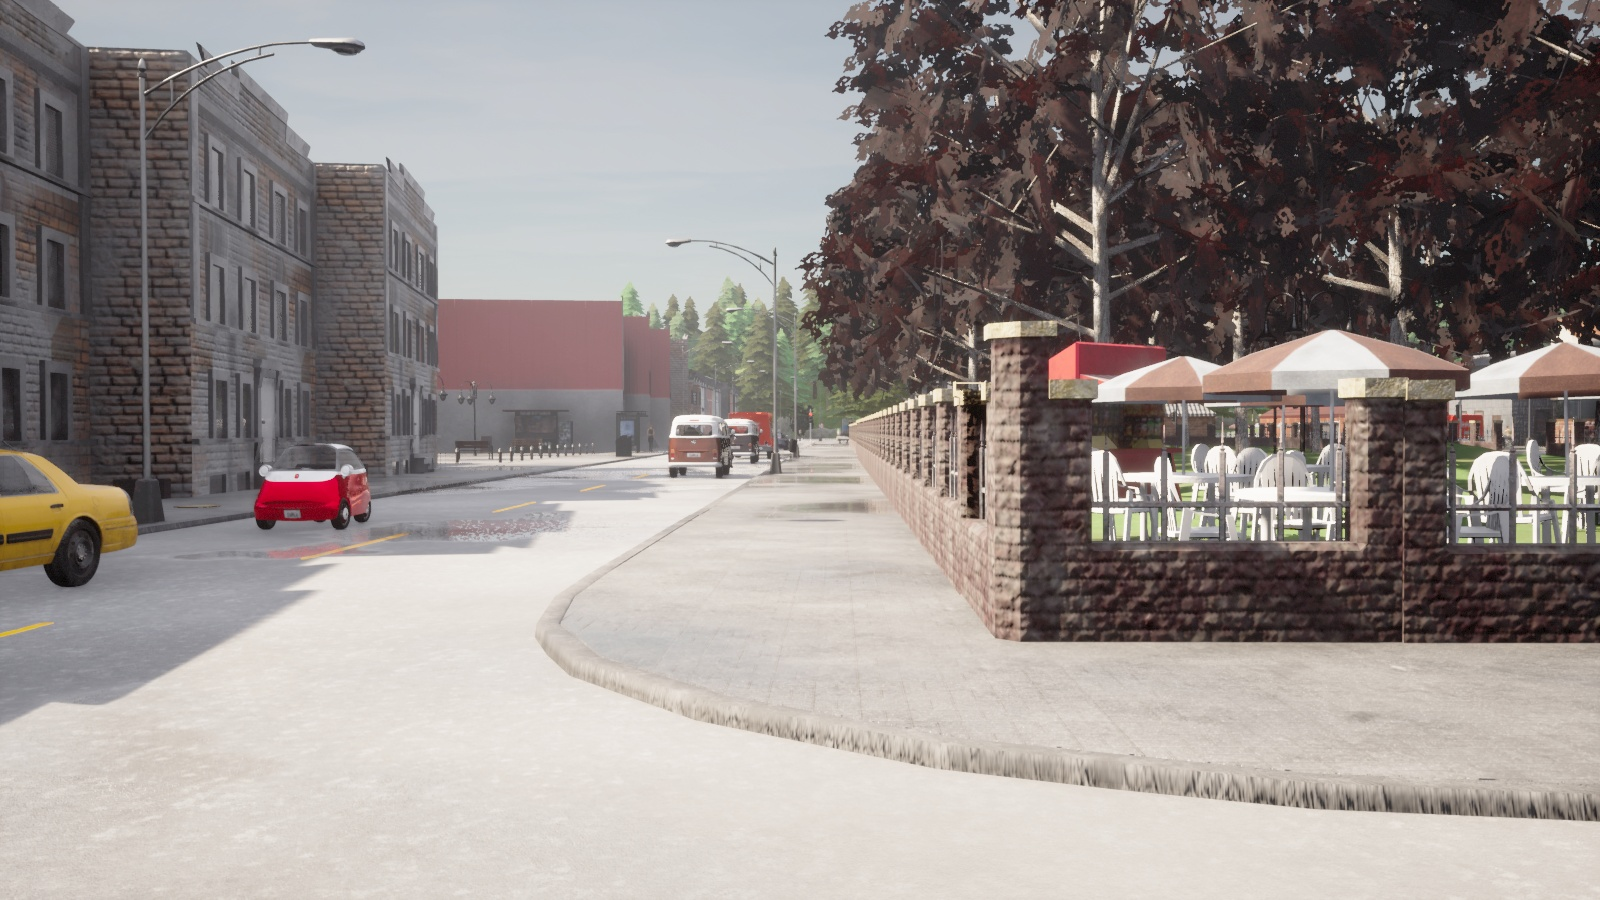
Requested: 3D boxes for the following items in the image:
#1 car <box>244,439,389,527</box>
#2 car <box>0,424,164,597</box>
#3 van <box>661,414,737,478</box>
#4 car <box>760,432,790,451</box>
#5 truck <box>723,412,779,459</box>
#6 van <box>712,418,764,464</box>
[{"bbox_3d":[-7.913,0.505,20.713,1.481,1.376,2.207,0,1,2],"label":"car"},{"bbox_3d":[-8.169,0.544,11.557,1.801,1.575,5.366,0,1,1],"label":"car"},{"bbox_3d":[-3.314,-0.163,42.013,2.069,2.038,4.480,0,1,2],"label":"van"},{"bbox_3d":[-1.833,-0.678,93.784,1.994,1.385,4.181,0,1,2],"label":"car"},{"bbox_3d":[-2.576,-0.800,67.840,2.627,2.467,5.204,0,1,2],"label":"truck"},{"bbox_3d":[-2.849,-0.436,58.503,2.069,2.038,4.480,0,1,2],"label":"van"}]
